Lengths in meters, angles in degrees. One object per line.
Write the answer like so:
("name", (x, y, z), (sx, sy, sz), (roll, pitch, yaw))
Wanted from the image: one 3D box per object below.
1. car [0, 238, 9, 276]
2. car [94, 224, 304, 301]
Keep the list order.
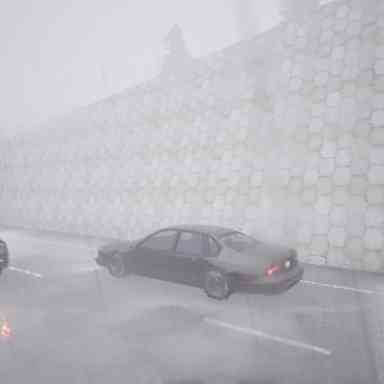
("car", (-6.729, 1.481, 8.780), (4.902, 1.511, 2.128), (0, 0, 35))
("car", (-0.070, 1.541, 8.337), (5.357, 1.411, 2.033), (0, 0, 35))
